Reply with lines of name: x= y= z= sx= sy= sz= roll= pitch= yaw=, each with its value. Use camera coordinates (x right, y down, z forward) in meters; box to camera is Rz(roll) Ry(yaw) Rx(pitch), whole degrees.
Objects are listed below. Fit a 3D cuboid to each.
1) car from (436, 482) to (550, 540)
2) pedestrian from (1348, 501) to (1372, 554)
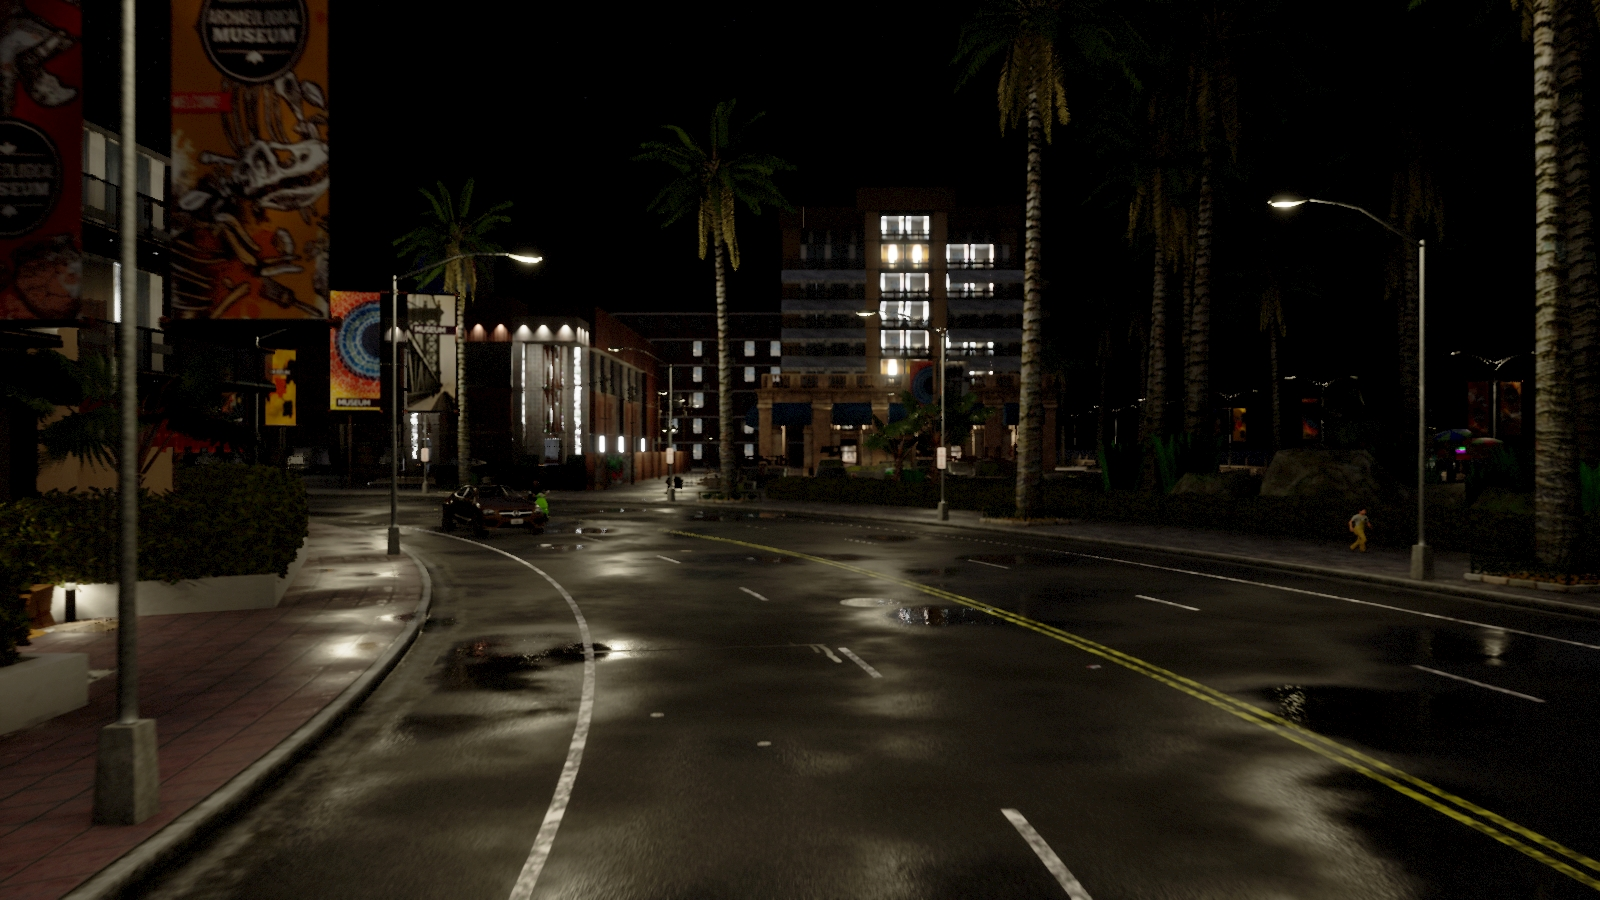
car: x=-10.346 y=1.966 z=38.197 sx=2.152 sy=1.651 sz=5.027 roll=0 pitch=0 yaw=-34
pedestrian: x=14.203 y=1.957 z=28.976 sx=0.375 sy=1.300 sz=0.375 roll=0 pitch=0 yaw=-25
